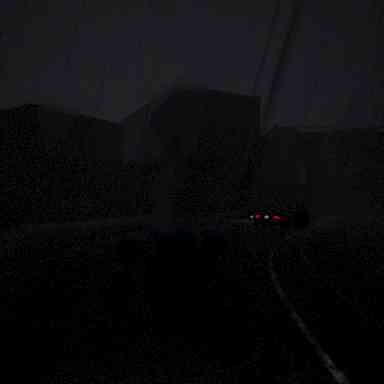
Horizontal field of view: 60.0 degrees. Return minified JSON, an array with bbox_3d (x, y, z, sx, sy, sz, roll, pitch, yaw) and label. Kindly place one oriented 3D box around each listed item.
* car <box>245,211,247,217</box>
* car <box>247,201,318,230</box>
[{"bbox_3d":[6.618,1.458,26.177,5.357,1.411,2.033,0,0,-38],"label":"car"},{"bbox_3d":[5.954,1.483,20.674,2.033,1.411,5.357,1,0,43],"label":"car"}]
